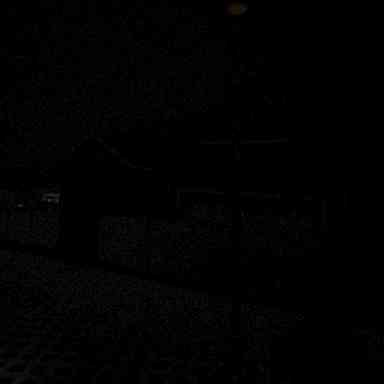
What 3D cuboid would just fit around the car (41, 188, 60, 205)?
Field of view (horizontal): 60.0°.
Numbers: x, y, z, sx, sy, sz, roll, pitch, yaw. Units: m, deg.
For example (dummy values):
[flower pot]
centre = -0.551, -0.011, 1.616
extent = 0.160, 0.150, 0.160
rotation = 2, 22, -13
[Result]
[car]
centre = -17.085, 0.561, 42.442
extent = 2.150, 2.045, 5.566
rotation = 3, 2, 0
